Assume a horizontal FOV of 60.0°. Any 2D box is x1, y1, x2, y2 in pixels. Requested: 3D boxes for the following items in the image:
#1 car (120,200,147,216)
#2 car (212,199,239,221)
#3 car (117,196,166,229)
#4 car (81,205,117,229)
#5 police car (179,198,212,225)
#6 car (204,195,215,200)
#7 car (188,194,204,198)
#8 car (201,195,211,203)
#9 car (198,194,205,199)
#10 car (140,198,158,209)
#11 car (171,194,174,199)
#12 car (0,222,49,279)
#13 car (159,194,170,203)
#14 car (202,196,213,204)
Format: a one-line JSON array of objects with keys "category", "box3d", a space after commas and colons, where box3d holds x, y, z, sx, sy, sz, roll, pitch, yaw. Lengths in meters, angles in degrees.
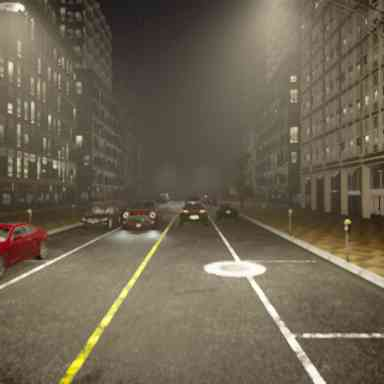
[{"category": "car", "box3d": [-5.659, 1.499, 32.568, 1.887, 1.381, 4.507, 0, 0, 0]}, {"category": "car", "box3d": [2.716, 1.529, 26.856, 1.947, 1.339, 4.313, 0, 0, 0]}, {"category": "car", "box3d": [-3.061, 1.323, 21.264, 2.097, 1.767, 4.553, 0, 0, 0]}, {"category": "car", "box3d": [-5.669, 1.522, 21.183, 2.008, 1.369, 4.403, 0, 0, 0]}, {"category": "police car", "box3d": [0.121, 1.470, 23.965, 2.038, 1.542, 4.974, 0, 0, 0]}, {"category": "car", "box3d": [2.737, 1.366, 49.622, 1.967, 1.590, 4.097, 0, 0, 0]}, {"category": "car", "box3d": [0.136, 1.292, 41.727, 2.097, 1.767, 4.553, 0, 0, 0]}, {"category": "car", "box3d": [2.752, 1.418, 66.869, 1.752, 1.417, 4.829, 0, 0, 0]}, {"category": "car", "box3d": [2.777, 1.275, 95.158, 1.967, 1.590, 4.097, 0, 0, 0]}, {"category": "car", "box3d": [-5.649, 1.517, 43.953, 1.802, 1.307, 4.206, 0, 0, 0]}, {"category": "car", "box3d": [-5.624, 1.447, 72.414, 1.947, 1.339, 4.313, 0, 0, 0]}, {"category": "car", "box3d": [-5.679, 1.569, 9.797, 1.802, 1.307, 4.206, 0, 0, 0]}, {"category": "car", "box3d": [-5.634, 1.344, 61.028, 1.967, 1.590, 4.097, 0, 0, 0]}, {"category": "car", "box3d": [2.746, 1.486, 61.007, 1.802, 1.307, 4.206, 0, 0, 0]}]
